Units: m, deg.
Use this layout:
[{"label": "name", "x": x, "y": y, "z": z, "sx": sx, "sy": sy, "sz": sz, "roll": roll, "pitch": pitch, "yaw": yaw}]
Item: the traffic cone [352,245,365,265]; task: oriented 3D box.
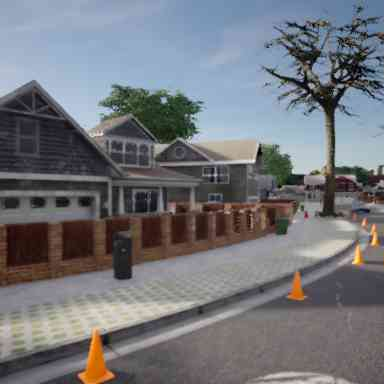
[{"label": "traffic cone", "x": 5.422, "y": 2.029, "z": 10.833, "sx": 0.340, "sy": 0.580, "sz": 0.340, "roll": -1, "pitch": -1, "yaw": 38}]

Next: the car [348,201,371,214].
[{"label": "car", "x": 19.627, "y": 1.799, "z": 39.231, "sx": 2.033, "sy": 1.411, "sz": 5.357, "roll": 0, "pitch": -1, "yaw": 18}]

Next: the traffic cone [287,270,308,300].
[{"label": "traffic cone", "x": 2.310, "y": 2.012, "z": 7.295, "sx": 0.340, "sy": 0.580, "sz": 0.340, "roll": -1, "pitch": -1, "yaw": 45}]

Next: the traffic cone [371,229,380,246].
[{"label": "traffic cone", "x": 8.106, "y": 2.050, "z": 14.706, "sx": 0.340, "sy": 0.580, "sz": 0.340, "roll": -1, "pitch": -1, "yaw": 31}]

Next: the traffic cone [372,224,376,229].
[{"label": "traffic cone", "x": 10.327, "y": 2.075, "z": 18.862, "sx": 0.340, "sy": 0.580, "sz": 0.340, "roll": -1, "pitch": -1, "yaw": 25}]

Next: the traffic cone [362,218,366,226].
[{"label": "traffic cone", "x": 12.070, "y": 2.106, "z": 23.278, "sx": 0.340, "sy": 0.580, "sz": 0.340, "roll": 0, "pitch": -1, "yaw": 19}]

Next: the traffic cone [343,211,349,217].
[{"label": "traffic cone", "x": 15.331, "y": 2.173, "z": 32.731, "sx": 0.340, "sy": 0.580, "sz": 0.340, "roll": 0, "pitch": -1, "yaw": 19}]

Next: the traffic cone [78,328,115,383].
[{"label": "traffic cone", "x": -1.188, "y": 2.001, "z": 4.139, "sx": 0.340, "sy": 0.580, "sz": 0.340, "roll": 0, "pitch": -1, "yaw": -39}]
